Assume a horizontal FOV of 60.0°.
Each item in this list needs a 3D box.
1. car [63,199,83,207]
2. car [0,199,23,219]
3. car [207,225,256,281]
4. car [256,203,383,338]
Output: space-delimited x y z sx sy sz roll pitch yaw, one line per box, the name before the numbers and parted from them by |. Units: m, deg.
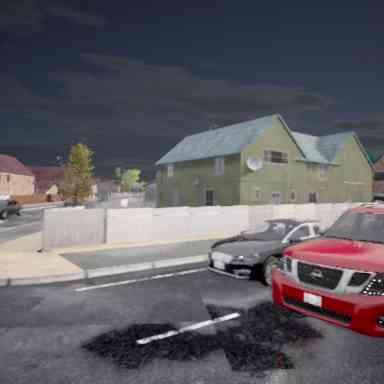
car | -17.535 1.407 49.317 1.837 1.490 4.892 1 -1 -4
car | -15.879 1.398 27.878 1.837 1.490 4.892 1 1 -5
car | 2.668 1.535 9.555 4.902 1.511 2.128 0 0 -35
car | 4.055 1.261 6.562 5.566 2.045 2.150 0 0 -35
